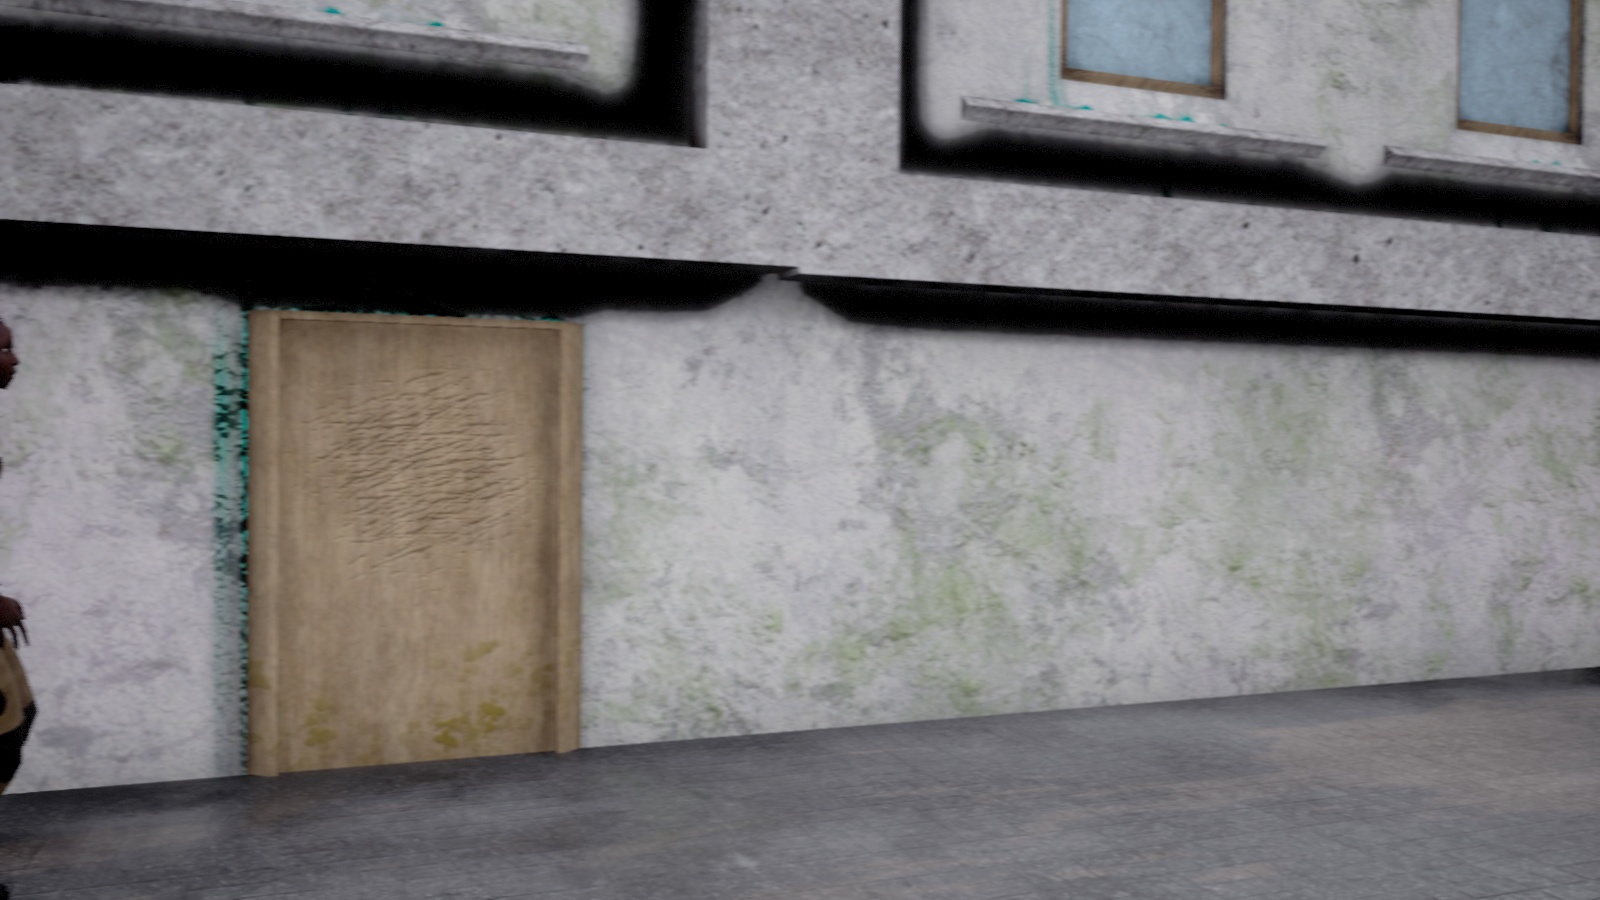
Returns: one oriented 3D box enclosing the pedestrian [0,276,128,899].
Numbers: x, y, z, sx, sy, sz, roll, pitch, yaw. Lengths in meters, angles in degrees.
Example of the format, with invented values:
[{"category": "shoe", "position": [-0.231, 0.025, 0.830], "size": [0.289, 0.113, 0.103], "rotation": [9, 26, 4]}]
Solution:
[{"category": "pedestrian", "position": [-2.395, 0.474, 3.689], "size": [0.692, 1.930, 0.396], "rotation": [-1, 1, -31]}]
